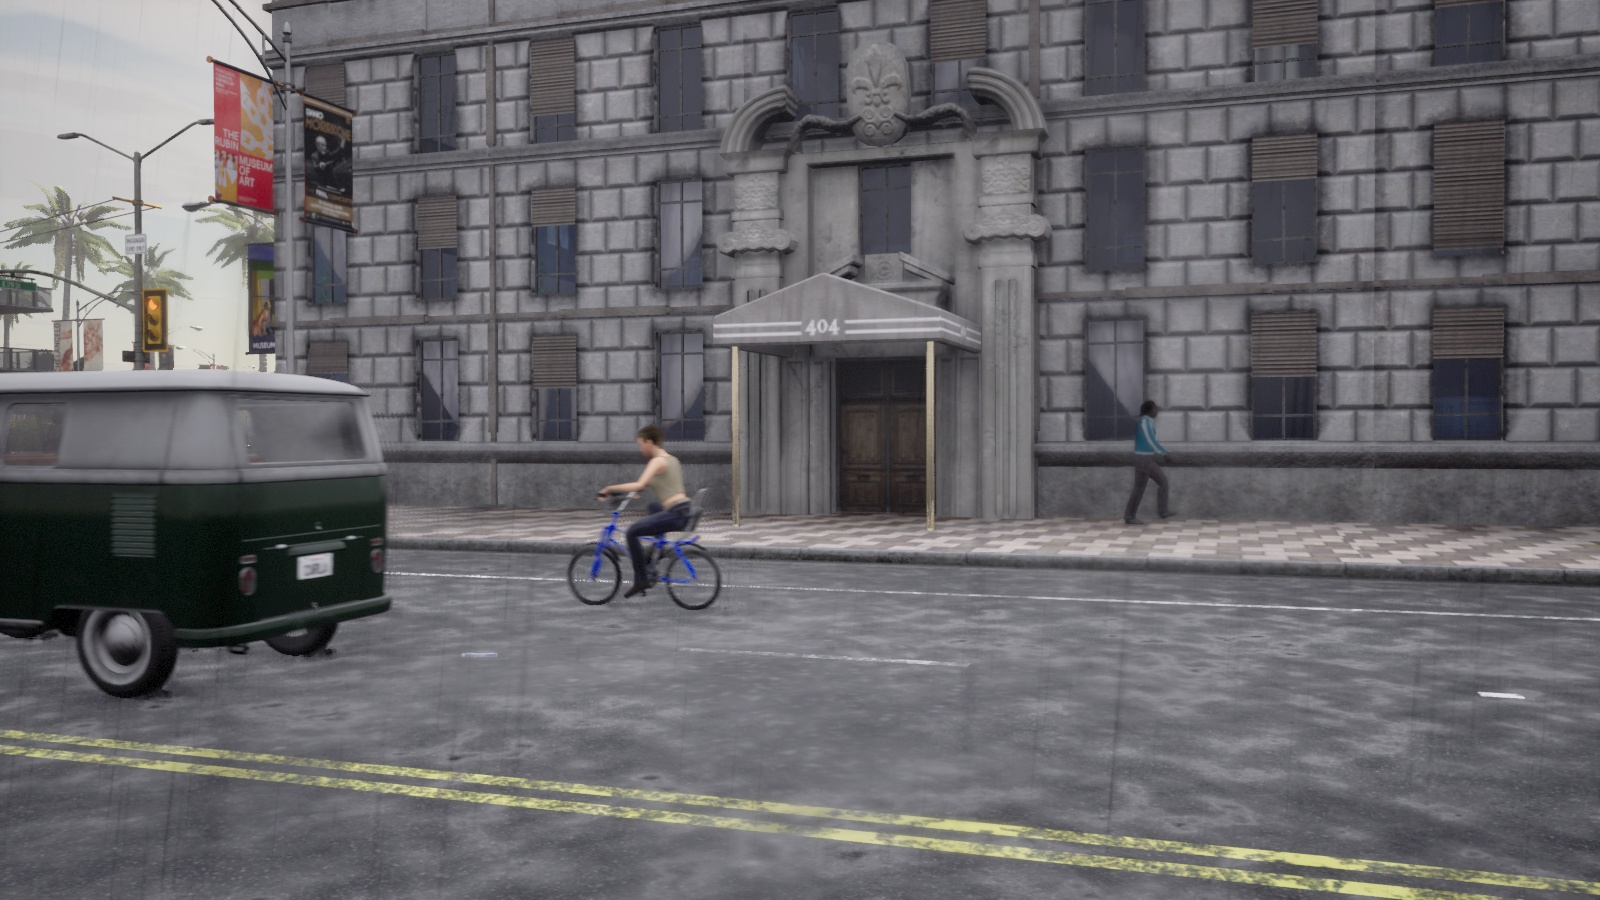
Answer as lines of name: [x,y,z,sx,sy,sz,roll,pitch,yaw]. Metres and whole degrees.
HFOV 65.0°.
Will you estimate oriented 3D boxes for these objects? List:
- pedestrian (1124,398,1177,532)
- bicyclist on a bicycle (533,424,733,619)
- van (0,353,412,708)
pedestrian: [5.106,0.209,18.313,0.692,1.930,0.396,0,1,11]
bicyclist on a bicycle: [-1.457,0.581,11.048,1.509,1.612,0.866,1,1,19]
van: [-5.075,0.423,8.560,4.442,1.987,1.775,1,1,18]
